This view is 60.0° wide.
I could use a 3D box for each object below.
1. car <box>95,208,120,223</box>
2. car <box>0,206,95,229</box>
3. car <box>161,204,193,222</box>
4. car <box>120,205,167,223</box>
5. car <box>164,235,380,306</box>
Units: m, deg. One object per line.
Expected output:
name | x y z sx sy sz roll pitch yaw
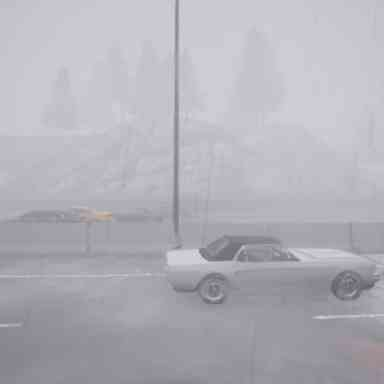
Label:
car | -7.513 1.669 21.484 5.008 1.535 1.882 0 0 -3
car | -8.107 1.656 17.969 4.892 1.490 1.837 0 0 -2
car | -2.365 1.798 28.784 4.892 1.490 1.837 0 0 -5
car | -4.437 1.845 25.109 4.718 1.301 1.895 0 -1 -4
car | 1.715 1.692 7.791 4.718 1.301 1.895 0 -1 -6
